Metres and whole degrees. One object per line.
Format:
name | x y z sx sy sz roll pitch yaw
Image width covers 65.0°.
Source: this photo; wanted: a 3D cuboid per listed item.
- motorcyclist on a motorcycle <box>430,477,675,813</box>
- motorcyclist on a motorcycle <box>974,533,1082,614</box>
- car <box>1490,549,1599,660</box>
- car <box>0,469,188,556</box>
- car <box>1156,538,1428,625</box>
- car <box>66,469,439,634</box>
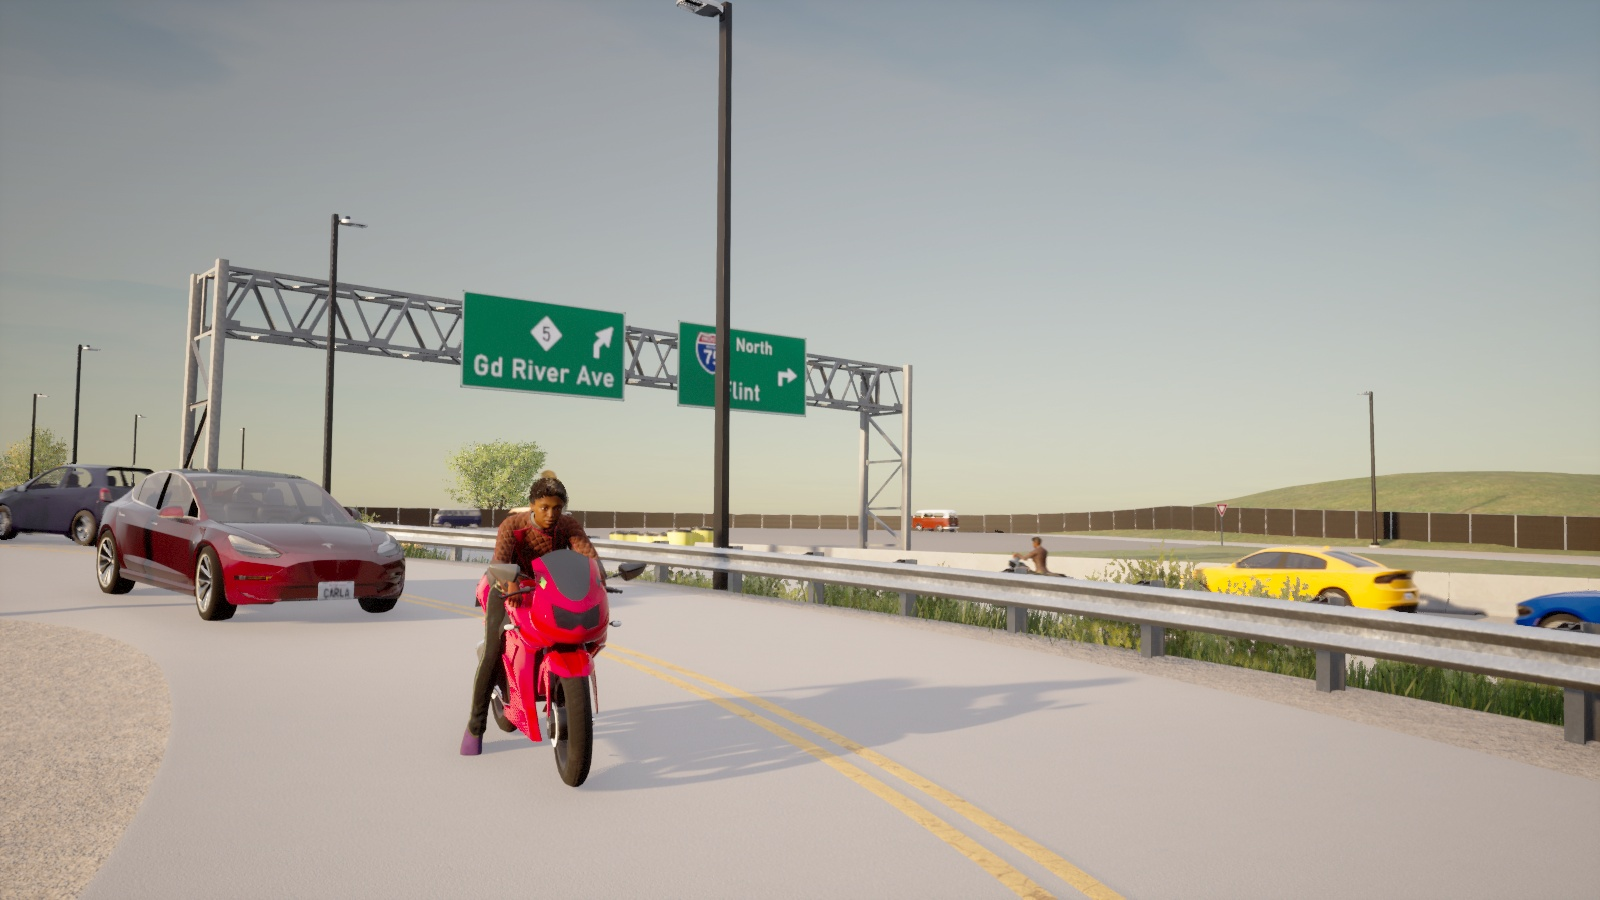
motorcyclist on a motorcycle | -1.418 0.918 6.837 0.797 1.523 2.044 1 -1 -26
motorcyclist on a motorcycle | 4.901 2.629 27.167 0.766 1.649 2.350 3 -4 -40
car | 12.819 2.242 17.765 1.882 1.535 5.008 3 -4 -40
car | -13.689 1.158 23.834 3.633 1.501 1.845 0 -3 27
car | 10.172 2.673 26.336 1.882 1.535 5.008 3 -4 -40
car | -6.269 1.006 14.076 4.792 1.488 2.163 0 -2 45
